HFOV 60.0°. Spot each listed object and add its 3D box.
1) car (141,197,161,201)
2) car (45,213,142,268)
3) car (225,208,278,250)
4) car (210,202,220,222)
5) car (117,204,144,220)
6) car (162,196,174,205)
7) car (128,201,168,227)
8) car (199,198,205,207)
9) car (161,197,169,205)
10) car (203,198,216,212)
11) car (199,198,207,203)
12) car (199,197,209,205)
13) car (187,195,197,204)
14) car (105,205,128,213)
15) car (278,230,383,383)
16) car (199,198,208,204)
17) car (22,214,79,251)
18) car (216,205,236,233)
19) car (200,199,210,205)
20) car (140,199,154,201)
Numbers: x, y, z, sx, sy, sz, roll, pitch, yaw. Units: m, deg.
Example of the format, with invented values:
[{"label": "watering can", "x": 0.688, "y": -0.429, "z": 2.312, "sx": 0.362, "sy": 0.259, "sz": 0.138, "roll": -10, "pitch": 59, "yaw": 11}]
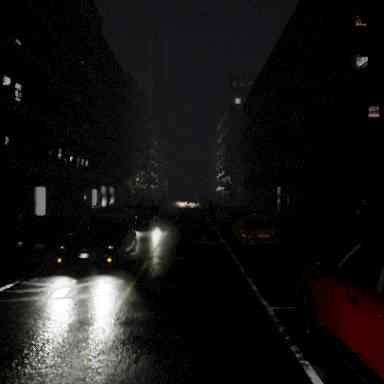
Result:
[{"label": "car", "x": -5.673, "y": 1.612, "z": 42.344, "sx": 2.192, "sy": 1.841, "sz": 5.009, "roll": 0, "pitch": 0, "yaw": 0}, {"label": "car", "x": -3.103, "y": 1.645, "z": 11.474, "sx": 1.994, "sy": 1.385, "sz": 4.181, "roll": 0, "pitch": 0, "yaw": -1}, {"label": "car", "x": 2.696, "y": 1.629, "z": 14.768, "sx": 1.752, "sy": 1.417, "sz": 4.829, "roll": 0, "pitch": 0, "yaw": 0}, {"label": "car", "x": 2.700, "y": 1.731, "z": 25.696, "sx": 2.008, "sy": 1.369, "sz": 4.403, "roll": 0, "pitch": 0, "yaw": 0}, {"label": "car", "x": -5.678, "y": 1.800, "z": 31.248, "sx": 1.802, "sy": 1.307, "sz": 4.206, "roll": 0, "pitch": 0, "yaw": 0}, {"label": "car", "x": -5.663, "y": 1.848, "z": 70.085, "sx": 2.192, "sy": 1.841, "sz": 5.009, "roll": 0, "pitch": -1, "yaw": 0}, {"label": "car", "x": -3.075, "y": 1.647, "z": 24.197, "sx": 1.882, "sy": 1.535, "sz": 5.008, "roll": 0, "pitch": 0, "yaw": 0}, {"label": "car", "x": 2.714, "y": 1.979, "z": 58.982, "sx": 1.887, "sy": 1.381, "sz": 4.507, "roll": 0, "pitch": -1, "yaw": 0}, {"label": "car", "x": -5.667, "y": 1.985, "z": 58.986, "sx": 2.008, "sy": 1.369, "sz": 4.403, "roll": 0, "pitch": 0, "yaw": 0}, {"label": "car", "x": 2.707, "y": 1.842, "z": 42.339, "sx": 1.887, "sy": 1.381, "sz": 4.507, "roll": 0, "pitch": 0, "yaw": 0}, {"label": "car", "x": 2.725, "y": 2.252, "z": 86.724, "sx": 1.947, "sy": 1.339, "sz": 4.313, "roll": 0, "pitch": -1, "yaw": 0}, {"label": "car", "x": 2.720, "y": 2.023, "z": 75.629, "sx": 1.967, "sy": 1.590, "sz": 4.097, "roll": 0, "pitch": -1, "yaw": 0}, {"label": "car", "x": 0.033, "y": 1.827, "z": 78.573, "sx": 2.150, "sy": 2.045, "sz": 5.566, "roll": 0, "pitch": -1, "yaw": 0}, {"label": "car", "x": -5.680, "y": 1.704, "z": 25.530, "sx": 1.752, "sy": 1.417, "sz": 4.829, "roll": 0, "pitch": 0, "yaw": 0}, {"label": "car", "x": 2.691, "y": 1.340, "z": 3.502, "sx": 2.192, "sy": 1.841, "sz": 5.009, "roll": 0, "pitch": 0, "yaw": 0}, {"label": "car", "x": 2.723, "y": 2.200, "z": 81.176, "sx": 1.947, "sy": 1.339, "sz": 4.313, "roll": 0, "pitch": -1, "yaw": 0}, {"label": "car", "x": -5.685, "y": 1.668, "z": 14.602, "sx": 1.947, "sy": 1.339, "sz": 4.313, "roll": 0, "pitch": 0, "yaw": 0}, {"label": "car", "x": 2.698, "y": 1.686, "z": 20.147, "sx": 1.887, "sy": 1.381, "sz": 4.507, "roll": 0, "pitch": 0, "yaw": 0}, {"label": "car", "x": 2.718, "y": 2.099, "z": 70.079, "sx": 1.947, "sy": 1.339, "sz": 4.313, "roll": 0, "pitch": -1, "yaw": 0}, {"label": "car", "x": -5.676, "y": 1.823, "z": 36.795, "sx": 1.947, "sy": 1.339, "sz": 4.313, "roll": 0, "pitch": 0, "yaw": 0}]
